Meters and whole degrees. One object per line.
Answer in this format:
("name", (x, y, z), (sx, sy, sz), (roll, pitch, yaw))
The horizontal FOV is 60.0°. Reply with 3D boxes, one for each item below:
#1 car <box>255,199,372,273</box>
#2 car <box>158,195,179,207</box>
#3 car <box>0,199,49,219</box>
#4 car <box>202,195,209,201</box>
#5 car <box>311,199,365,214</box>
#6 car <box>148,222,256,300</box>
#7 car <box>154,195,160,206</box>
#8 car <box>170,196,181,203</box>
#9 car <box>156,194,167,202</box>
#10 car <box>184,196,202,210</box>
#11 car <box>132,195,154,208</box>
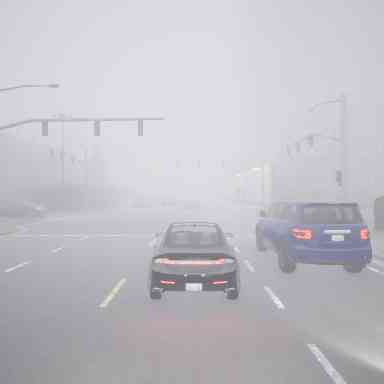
("car", (3.570, 1.221, 10.841), (2.150, 2.045, 5.566), (0, 0, 0))
("car", (-3.595, 1.547, 51.890), (2.033, 1.411, 5.357), (0, 0, 0))
("car", (-14.758, 1.404, 28.518), (4.553, 1.767, 2.097), (0, 0, -2))
("car", (3.485, 1.525, 88.830), (2.128, 1.511, 4.902), (0, 0, 0))
("car", (15.577, 1.560, 35.638), (4.892, 1.490, 1.837), (0, 0, 0))
("car", (0.055, 1.492, 8.396), (2.128, 1.511, 4.902), (0, 0, 0))
("car", (-7.094, 1.352, 56.096), (2.097, 1.767, 4.553), (0, 0, 0))
("car", (-3.512, 1.540, 71.885), (2.033, 1.411, 5.357), (0, 0, 0))
("car", (-7.013, 1.355, 76.464), (2.097, 1.767, 4.553), (0, 0, 0))
("car", (-0.015, 1.563, 43.943), (1.994, 1.385, 4.181), (0, 0, 2))
("car", (-7.153, 1.352, 47.272), (2.097, 1.767, 4.553), (0, 0, 2))
